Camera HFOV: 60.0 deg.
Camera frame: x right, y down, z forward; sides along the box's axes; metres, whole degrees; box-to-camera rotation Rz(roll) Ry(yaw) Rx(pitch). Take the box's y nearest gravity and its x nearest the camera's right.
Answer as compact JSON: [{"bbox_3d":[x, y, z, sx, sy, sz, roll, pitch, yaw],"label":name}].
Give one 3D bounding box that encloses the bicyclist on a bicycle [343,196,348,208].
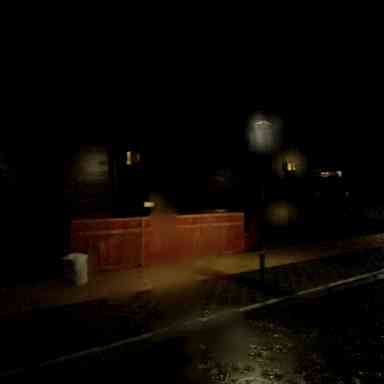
[{"bbox_3d":[20.754,1.295,44.919,0.582,1.620,1.656,0,3,38],"label":"bicyclist on a bicycle"}]
